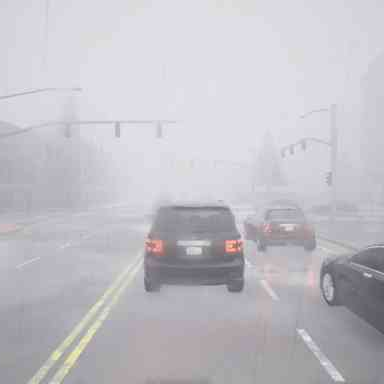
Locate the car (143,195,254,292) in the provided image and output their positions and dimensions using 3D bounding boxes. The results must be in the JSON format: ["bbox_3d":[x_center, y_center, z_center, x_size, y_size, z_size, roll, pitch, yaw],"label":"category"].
[{"bbox_3d":[0.051,1.221,9.035,2.150,2.045,5.566,0,0,0],"label":"car"}]

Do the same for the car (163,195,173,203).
[{"bbox_3d":[-5.123,1.477,72.378,1.882,1.535,5.008,0,0,-1],"label":"car"}]

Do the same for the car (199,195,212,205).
[{"bbox_3d":[2.302,1.352,57.951,2.097,1.767,4.553,0,0,-1],"label":"car"}]

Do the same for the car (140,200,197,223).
[{"bbox_3d":[-1.737,1.491,26.765,2.128,1.511,4.902,0,0,31],"label":"car"}]

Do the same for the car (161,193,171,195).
[{"bbox_3d":[-4.924,1.221,62.214,2.150,2.045,5.566,0,0,0],"label":"car"}]

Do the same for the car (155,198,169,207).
[{"bbox_3d":[-4.717,1.601,52.206,1.895,1.301,4.718,0,0,-1],"label":"car"}]

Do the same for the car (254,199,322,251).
[{"bbox_3d":[3.531,1.352,14.214,2.097,1.767,4.553,0,0,0],"label":"car"}]

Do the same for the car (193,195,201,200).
[{"bbox_3d":[1.440,1.552,90.416,1.994,1.385,4.181,0,0,-1],"label":"car"}]

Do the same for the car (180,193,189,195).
[{"bbox_3d":[-1.814,1.496,80.269,1.837,1.490,4.892,0,0,-1],"label":"car"}]

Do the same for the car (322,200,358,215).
[{"bbox_3d":[14.552,1.526,34.084,4.674,1.442,1.812,0,0,-2],"label":"car"}]

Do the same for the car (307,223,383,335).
[{"bbox_3d":[3.606,1.505,5.133,1.837,1.490,4.892,0,0,0],"label":"car"}]
